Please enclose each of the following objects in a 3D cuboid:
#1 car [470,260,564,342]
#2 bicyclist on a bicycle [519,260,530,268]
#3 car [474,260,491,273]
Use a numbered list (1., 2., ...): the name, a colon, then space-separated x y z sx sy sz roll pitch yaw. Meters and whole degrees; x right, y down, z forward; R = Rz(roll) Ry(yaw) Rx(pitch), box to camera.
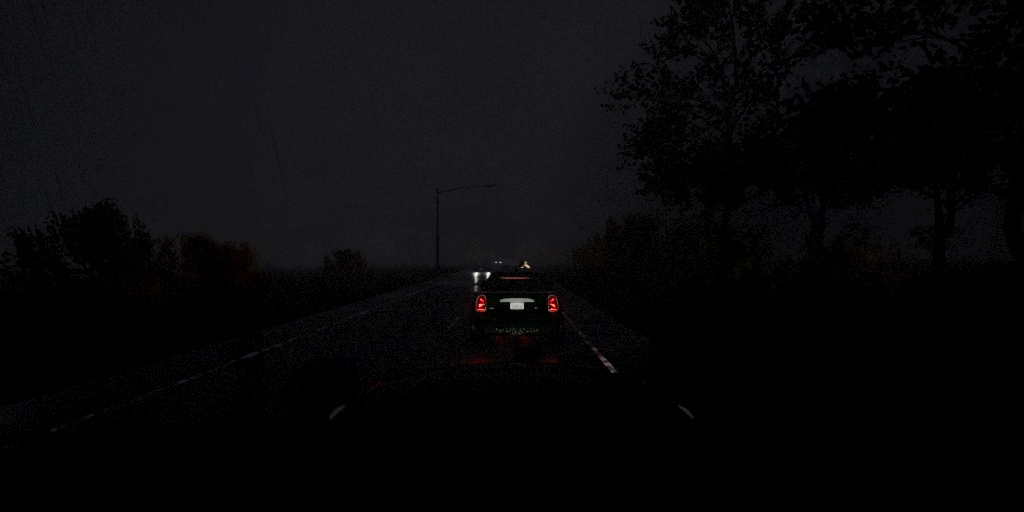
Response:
1. car: 0.112 1.099 9.888 2.097 1.767 4.553 0 0 0
2. bicyclist on a bicycle: 0.971 1.177 25.710 0.866 1.612 1.509 0 0 1
3. car: -3.656 1.261 44.756 1.812 1.442 4.674 0 0 0
